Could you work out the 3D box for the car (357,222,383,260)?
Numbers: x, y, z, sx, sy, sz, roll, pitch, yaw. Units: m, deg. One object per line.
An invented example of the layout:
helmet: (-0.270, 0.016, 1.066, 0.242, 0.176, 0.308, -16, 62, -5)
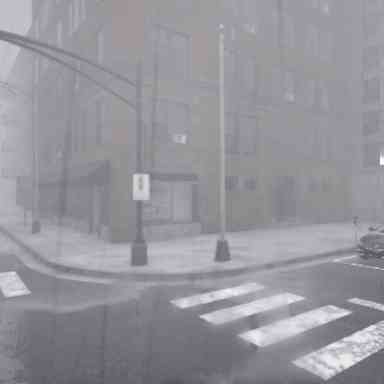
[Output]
car: (7.419, 1.586, 11.483, 4.403, 1.369, 2.008, 0, 0, -35)
